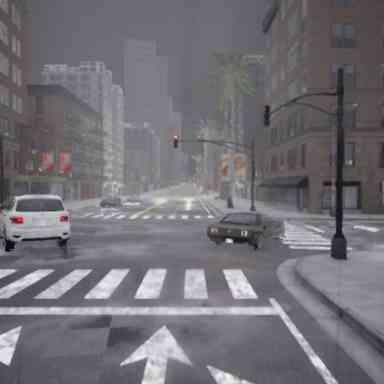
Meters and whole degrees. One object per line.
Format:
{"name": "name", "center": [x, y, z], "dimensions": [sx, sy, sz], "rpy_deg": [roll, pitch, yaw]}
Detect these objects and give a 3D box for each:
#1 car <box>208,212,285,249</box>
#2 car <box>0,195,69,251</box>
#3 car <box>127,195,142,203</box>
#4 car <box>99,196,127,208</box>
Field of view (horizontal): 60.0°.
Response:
{"name": "car", "center": [2.522, 1.518, 14.224], "dimensions": [1.895, 1.301, 4.718], "rpy_deg": [2, 1, 30]}
{"name": "car", "center": [-6.817, 1.122, 14.100], "dimensions": [2.150, 2.045, 5.566], "rpy_deg": [1, 0, -33]}
{"name": "car", "center": [-9.803, 1.100, 56.371], "dimensions": [1.895, 1.301, 4.718], "rpy_deg": [0, 1, 0]}
{"name": "car", "center": [-9.837, 1.190, 40.927], "dimensions": [2.033, 1.411, 5.357], "rpy_deg": [0, 1, 0]}
